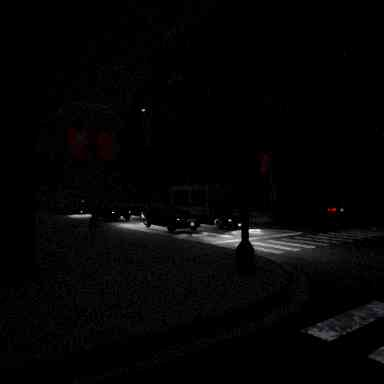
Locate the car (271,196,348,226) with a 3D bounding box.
[{"bbox_3d":[8.337,1.286,24.139,2.150,2.045,5.566,0,0,-36],"label":"car"}]

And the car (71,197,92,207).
[{"bbox_3d":[-18.690,1.707,56.134,2.128,1.511,4.902,0,0,-36],"label":"car"}]

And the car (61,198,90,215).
[{"bbox_3d":[-13.038,1.680,36.832,2.033,1.411,5.357,0,0,-35],"label":"car"}]

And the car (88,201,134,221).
[{"bbox_3d":[-6.857,1.693,28.221,1.895,1.301,4.718,0,0,-36],"label":"car"}]

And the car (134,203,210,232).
[{"bbox_3d":[-1.410,1.548,20.646,2.128,1.511,4.902,0,0,-36],"label":"car"}]

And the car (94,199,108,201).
[{"bbox_3d":[-10.537,1.632,38.921,2.128,1.511,4.902,0,0,-36],"label":"car"}]

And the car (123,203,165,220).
[{"bbox_3d":[-4.465,1.701,30.455,1.895,1.301,4.718,0,0,-36],"label":"car"}]

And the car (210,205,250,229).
[{"bbox_3d":[1.430,1.609,22.323,2.033,1.411,5.357,0,0,-33],"label":"car"}]
